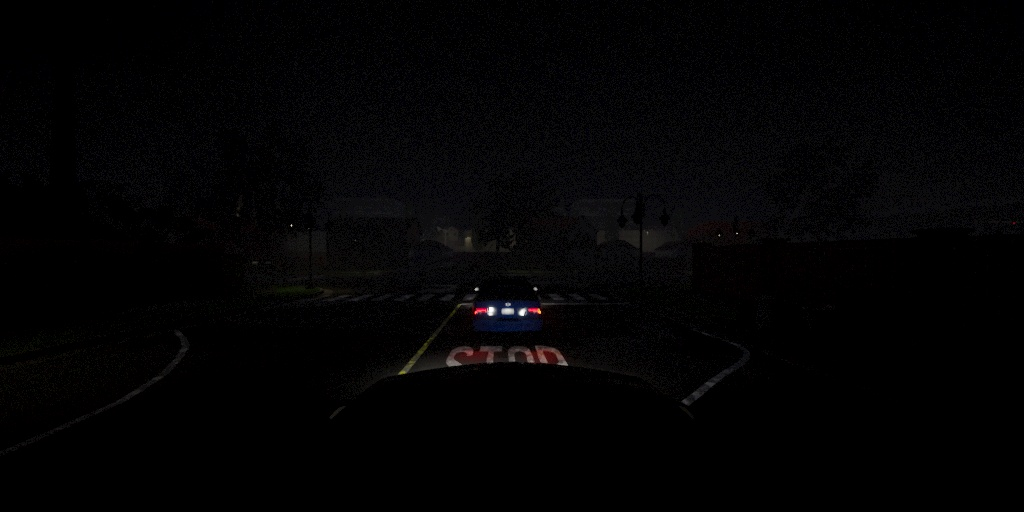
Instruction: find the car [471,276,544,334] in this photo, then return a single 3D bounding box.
[{"bbox_3d":[-0.166,1.296,10.614,2.033,1.411,5.357,0,0,-2],"label":"car"}]
